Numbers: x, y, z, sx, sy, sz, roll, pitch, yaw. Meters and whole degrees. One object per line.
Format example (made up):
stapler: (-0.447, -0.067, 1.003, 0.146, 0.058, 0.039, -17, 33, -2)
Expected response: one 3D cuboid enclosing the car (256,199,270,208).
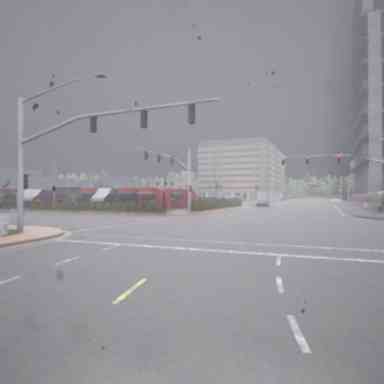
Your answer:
car: (12.745, 2.064, 59.802, 1.882, 1.535, 5.008, 0, -1, 22)
